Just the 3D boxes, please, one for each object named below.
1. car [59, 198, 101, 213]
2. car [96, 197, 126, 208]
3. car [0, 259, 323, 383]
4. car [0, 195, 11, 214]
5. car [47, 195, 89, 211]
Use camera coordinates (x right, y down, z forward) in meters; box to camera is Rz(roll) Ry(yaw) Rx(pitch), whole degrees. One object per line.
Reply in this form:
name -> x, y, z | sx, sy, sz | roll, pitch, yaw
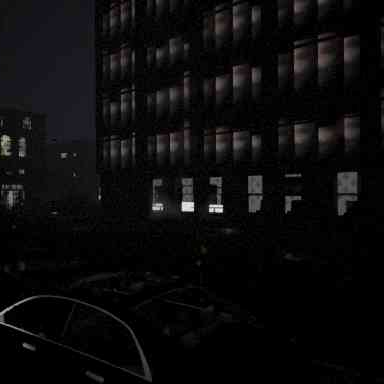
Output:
car -> -12.190, 1.684, 37.264 | 1.802, 1.307, 4.206 | -1, -1, 36
car -> -12.416, 1.643, 51.170 | 1.967, 1.590, 4.097 | -1, -1, 36
car -> -0.955, 1.551, 3.557 | 4.403, 1.369, 2.008 | 0, 0, 35
car -> -21.696, 1.315, 34.166 | 2.150, 2.045, 5.566 | 0, -1, 36
car -> -15.581, 1.366, 42.470 | 2.150, 2.045, 5.566 | 0, -1, 37
